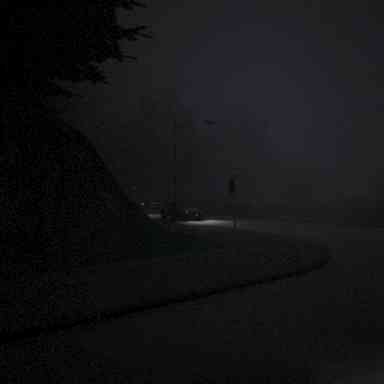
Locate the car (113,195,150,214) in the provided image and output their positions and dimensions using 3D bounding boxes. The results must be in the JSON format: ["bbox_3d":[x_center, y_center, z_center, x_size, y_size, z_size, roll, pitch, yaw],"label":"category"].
[{"bbox_3d":[-6.879,1.383,36.308,2.097,1.767,4.553,0,0,-35],"label":"car"}]

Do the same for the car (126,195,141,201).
[{"bbox_3d":[-14.310,1.370,80.961,1.994,1.381,4.181,0,0,-36],"label":"car"}]

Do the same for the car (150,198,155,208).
[{"bbox_3d":[-5.853,1.544,42.075,1.837,1.490,4.892,0,0,-35],"label":"car"}]

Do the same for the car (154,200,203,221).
[{"bbox_3d":[-1.000,1.557,28.073,1.812,1.442,4.674,0,0,-36],"label":"car"}]
